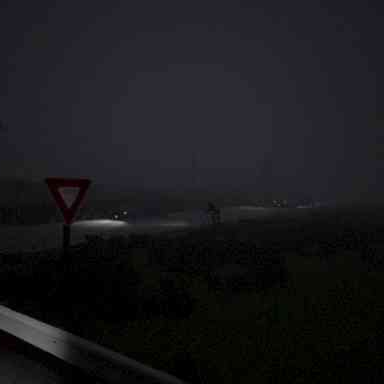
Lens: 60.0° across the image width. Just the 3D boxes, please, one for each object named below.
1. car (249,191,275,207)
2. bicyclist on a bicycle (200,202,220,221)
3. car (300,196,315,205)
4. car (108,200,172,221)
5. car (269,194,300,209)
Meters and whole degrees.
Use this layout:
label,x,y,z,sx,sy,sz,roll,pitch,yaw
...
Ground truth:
label,x,y,z,sx,sy,sz,roll,pitch,yaw
car,9.730,0.936,45.065,2.150,2.045,5.566,2,1,34
bicyclist on a bicycle,1.207,1.409,20.190,1.656,1.620,0.582,2,1,33
car,17.229,1.351,50.590,2.033,1.411,5.357,2,1,33
car,-3.682,1.291,24.864,2.033,1.411,5.357,2,1,34
car,11.866,1.344,42.364,1.812,1.442,4.674,2,1,34
